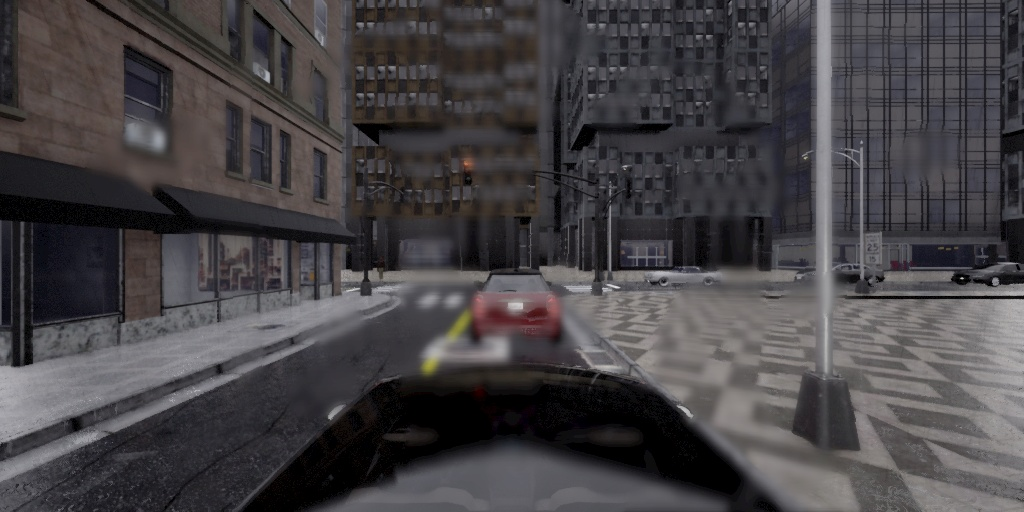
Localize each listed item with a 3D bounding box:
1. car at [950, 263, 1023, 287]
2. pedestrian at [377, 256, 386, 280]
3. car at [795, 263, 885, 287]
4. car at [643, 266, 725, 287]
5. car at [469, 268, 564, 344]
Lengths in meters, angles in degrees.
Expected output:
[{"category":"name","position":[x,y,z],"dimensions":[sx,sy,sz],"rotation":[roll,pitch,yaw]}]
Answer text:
[{"category":"car","position":[31.808,1.210,23.401],"dimensions":[4.892,1.490,1.837],"rotation":[0,0,1]},{"category":"pedestrian","position":[-9.837,0.902,26.905],"dimensions":[0.375,1.860,0.375],"rotation":[0,0,1]},{"category":"car","position":[21.388,1.210,23.524],"dimensions":[4.902,1.511,2.128],"rotation":[0,0,1]},{"category":"car","position":[11.195,1.333,23.639],"dimensions":[4.718,1.301,1.895],"rotation":[0,0,1]},{"category":"car","position":[0.069,1.102,9.723],"dimensions":[2.097,1.767,4.553],"rotation":[0,0,-1]}]
